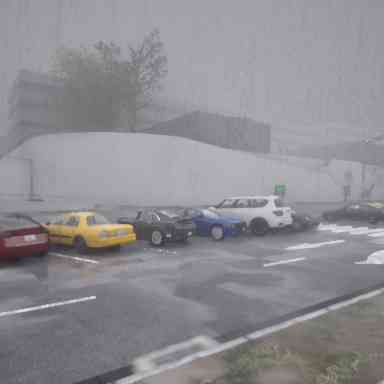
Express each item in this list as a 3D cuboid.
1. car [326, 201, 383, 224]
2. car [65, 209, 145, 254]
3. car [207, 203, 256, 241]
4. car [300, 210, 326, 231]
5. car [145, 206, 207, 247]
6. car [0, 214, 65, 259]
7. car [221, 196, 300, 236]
[{"bbox_3d":[12.486,1.591,25.529,4.674,1.452,2.002,-1,-1,35],"label":"car"},{"bbox_3d":[-4.672,1.489,13.525,5.366,1.575,1.946,-1,-1,35],"label":"car"},{"bbox_3d":[0.340,1.497,16.888,5.008,1.535,2.097,-1,-1,35],"label":"car"},{"bbox_3d":[5.196,1.513,20.353,4.892,1.521,2.231,-1,-1,34],"label":"car"},{"bbox_3d":[-2.085,1.494,15.146,4.892,1.521,2.231,-1,-1,35],"label":"car"},{"bbox_3d":[-6.972,1.519,11.704,4.792,1.488,2.163,-1,-1,35],"label":"car"},{"bbox_3d":[2.741,1.251,18.628,5.566,2.045,2.435,-1,-1,35],"label":"car"}]
